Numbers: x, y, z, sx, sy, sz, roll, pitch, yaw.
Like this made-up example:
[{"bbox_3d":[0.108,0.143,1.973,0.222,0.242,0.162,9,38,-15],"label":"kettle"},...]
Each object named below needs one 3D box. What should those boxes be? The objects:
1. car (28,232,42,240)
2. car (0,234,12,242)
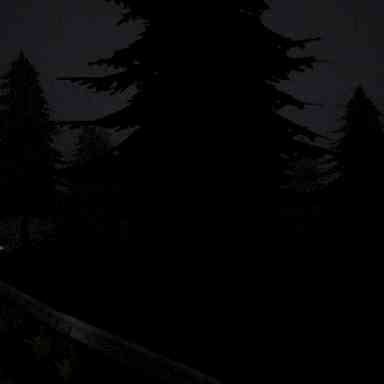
[{"bbox_3d":[-19.666,5.864,42.578,2.033,1.411,5.357,-1,-6,-16],"label":"car"},{"bbox_3d":[-21.716,5.413,37.387,2.033,1.411,5.357,-1,-6,-16],"label":"car"}]
